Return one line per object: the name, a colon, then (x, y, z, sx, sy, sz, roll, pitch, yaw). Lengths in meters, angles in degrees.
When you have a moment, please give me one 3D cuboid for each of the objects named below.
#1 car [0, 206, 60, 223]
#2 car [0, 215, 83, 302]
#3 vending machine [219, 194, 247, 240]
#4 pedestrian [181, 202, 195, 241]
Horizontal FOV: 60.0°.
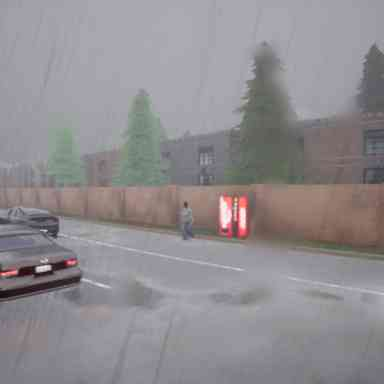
car: (-8.178, 1.444, 16.279, 4.892, 1.490, 1.837, 0, 0, 45)
car: (-4.734, 1.515, 8.076, 5.357, 1.411, 2.033, 0, 0, 42)
vending machine: (1.984, 1.166, 16.012, 0.880, 2.100, 1.100, 0, 0, 42)
pedestrian: (-0.202, 1.261, 14.793, 0.375, 1.860, 0.375, 0, 0, 42)
